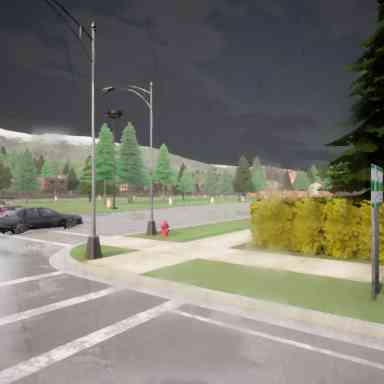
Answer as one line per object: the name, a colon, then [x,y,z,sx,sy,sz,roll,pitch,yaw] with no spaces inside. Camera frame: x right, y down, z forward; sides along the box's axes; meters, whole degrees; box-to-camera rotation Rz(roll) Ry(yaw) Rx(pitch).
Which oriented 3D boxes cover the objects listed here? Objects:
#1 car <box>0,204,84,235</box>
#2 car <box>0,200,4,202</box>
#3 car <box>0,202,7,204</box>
car: [-8.918,1.547,18.940,2.033,1.411,5.357,0,0,36]
car: [-14.067,1.352,23.764,2.097,1.767,4.553,0,0,36]
car: [-11.577,1.547,21.236,2.033,1.411,5.357,0,0,36]
